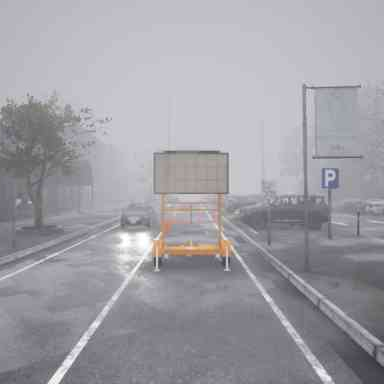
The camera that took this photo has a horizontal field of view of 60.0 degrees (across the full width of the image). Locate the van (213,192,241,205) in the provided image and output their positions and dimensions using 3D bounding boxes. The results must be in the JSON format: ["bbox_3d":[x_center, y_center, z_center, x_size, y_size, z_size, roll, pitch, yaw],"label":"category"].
[{"bbox_3d":[5.694,1.077,54.232,4.442,1.987,1.878,0,1,0],"label":"van"}]

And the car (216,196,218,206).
[{"bbox_3d":[5.655,1.444,40.211,4.792,1.488,2.163,0,0,0],"label":"car"}]

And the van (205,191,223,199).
[{"bbox_3d":[5.365,0.806,82.263,4.442,1.987,1.878,0,1,0],"label":"van"}]

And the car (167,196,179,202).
[{"bbox_3d":[-3.374,1.363,60.002,1.895,1.301,4.718,0,0,0],"label":"car"}]

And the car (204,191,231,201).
[{"bbox_3d":[5.491,0.889,71.050,5.566,2.045,2.435,0,1,0],"label":"car"}]

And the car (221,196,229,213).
[{"bbox_3d":[5.649,1.440,31.799,5.008,1.535,2.097,0,0,0],"label":"car"}]

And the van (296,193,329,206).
[{"bbox_3d":[18.782,1.099,52.038,4.442,1.987,1.878,0,1,0],"label":"van"}]

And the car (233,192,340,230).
[{"bbox_3d":[5.665,1.209,20.585,5.566,2.045,2.435,0,0,0],"label":"car"}]

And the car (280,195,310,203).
[{"bbox_3d":[18.608,1.274,60.366,4.792,1.488,2.163,0,1,0],"label":"car"}]

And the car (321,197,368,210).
[{"bbox_3d":[18.674,1.442,40.929,4.792,1.488,2.163,0,0,0],"label":"car"}]

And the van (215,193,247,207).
[{"bbox_3d":[5.714,1.131,48.628,4.442,1.987,1.878,0,0,0],"label":"van"}]

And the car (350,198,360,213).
[{"bbox_3d":[18.726,1.441,32.602,4.892,1.521,2.231,0,0,0],"label":"car"}]

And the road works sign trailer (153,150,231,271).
[{"bbox_3d":[-0.026,0.458,10.842,2.380,3.560,2.880,0,0,-1],"label":"road works sign trailer"}]

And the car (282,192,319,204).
[{"bbox_3d":[18.675,1.020,57.588,5.566,2.045,2.435,0,1,0],"label":"car"}]

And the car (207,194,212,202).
[{"bbox_3d":[5.559,1.079,51.428,5.566,2.045,2.435,0,1,0],"label":"car"}]

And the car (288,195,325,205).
[{"bbox_3d":[18.841,1.295,54.815,5.366,1.575,1.946,0,1,0],"label":"car"}]

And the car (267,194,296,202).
[{"bbox_3d":[18.422,1.161,68.692,5.366,1.575,1.946,0,1,0],"label":"car"}]

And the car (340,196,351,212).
[{"bbox_3d":[18.717,1.432,35.380,5.008,1.535,2.097,0,0,0],"label":"car"}]

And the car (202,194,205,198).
[{"bbox_3d":[5.501,0.916,68.247,5.566,2.045,2.435,0,1,0],"label":"car"}]

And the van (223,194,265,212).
[{"bbox_3d":[5.752,1.198,37.407,4.442,1.987,1.878,0,0,0],"label":"van"}]

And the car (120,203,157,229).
[{"bbox_3d":[-3.395,1.463,21.678,2.128,1.511,4.902,0,0,0],"label":"car"}]

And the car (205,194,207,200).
[{"bbox_3d":[5.536,1.234,65.447,4.674,1.452,2.002,0,1,0],"label":"car"}]

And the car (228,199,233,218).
[{"bbox_3d":[5.498,1.453,23.389,5.366,1.575,1.946,0,0,0],"label":"car"}]

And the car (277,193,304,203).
[{"bbox_3d":[18.658,1.092,63.142,4.553,1.767,2.185,0,1,0],"label":"car"}]

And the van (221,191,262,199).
[{"bbox_3d":[5.528,1.208,34.605,4.442,1.987,1.878,0,0,0],"label":"van"}]

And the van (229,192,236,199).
[{"bbox_3d":[5.781,1.220,28.995,4.442,1.987,1.878,0,0,0],"label":"van"}]

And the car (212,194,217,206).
[{"bbox_3d":[5.613,1.378,45.822,4.892,1.521,2.231,0,0,0],"label":"car"}]

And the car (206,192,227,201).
[{"bbox_3d":[5.479,0.988,73.855,4.553,1.767,2.185,0,1,0],"label":"car"}]

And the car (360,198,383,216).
[{"bbox_3d":[18.712,1.194,29.827,5.566,2.045,2.435,0,0,0],"label":"car"}]

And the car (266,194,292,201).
[{"bbox_3d":[18.604,1.139,71.469,4.892,1.521,2.231,0,1,0],"label":"car"}]

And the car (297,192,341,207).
[{"bbox_3d":[18.703,1.101,49.262,5.566,2.045,2.435,0,1,0],"label":"car"}]

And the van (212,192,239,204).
[{"bbox_3d":[5.685,1.050,57.035,4.442,1.987,1.878,0,1,0],"label":"van"}]

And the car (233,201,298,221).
[{"bbox_3d":[5.677,1.491,26.192,4.674,1.452,2.002,0,0,0],"label":"car"}]
